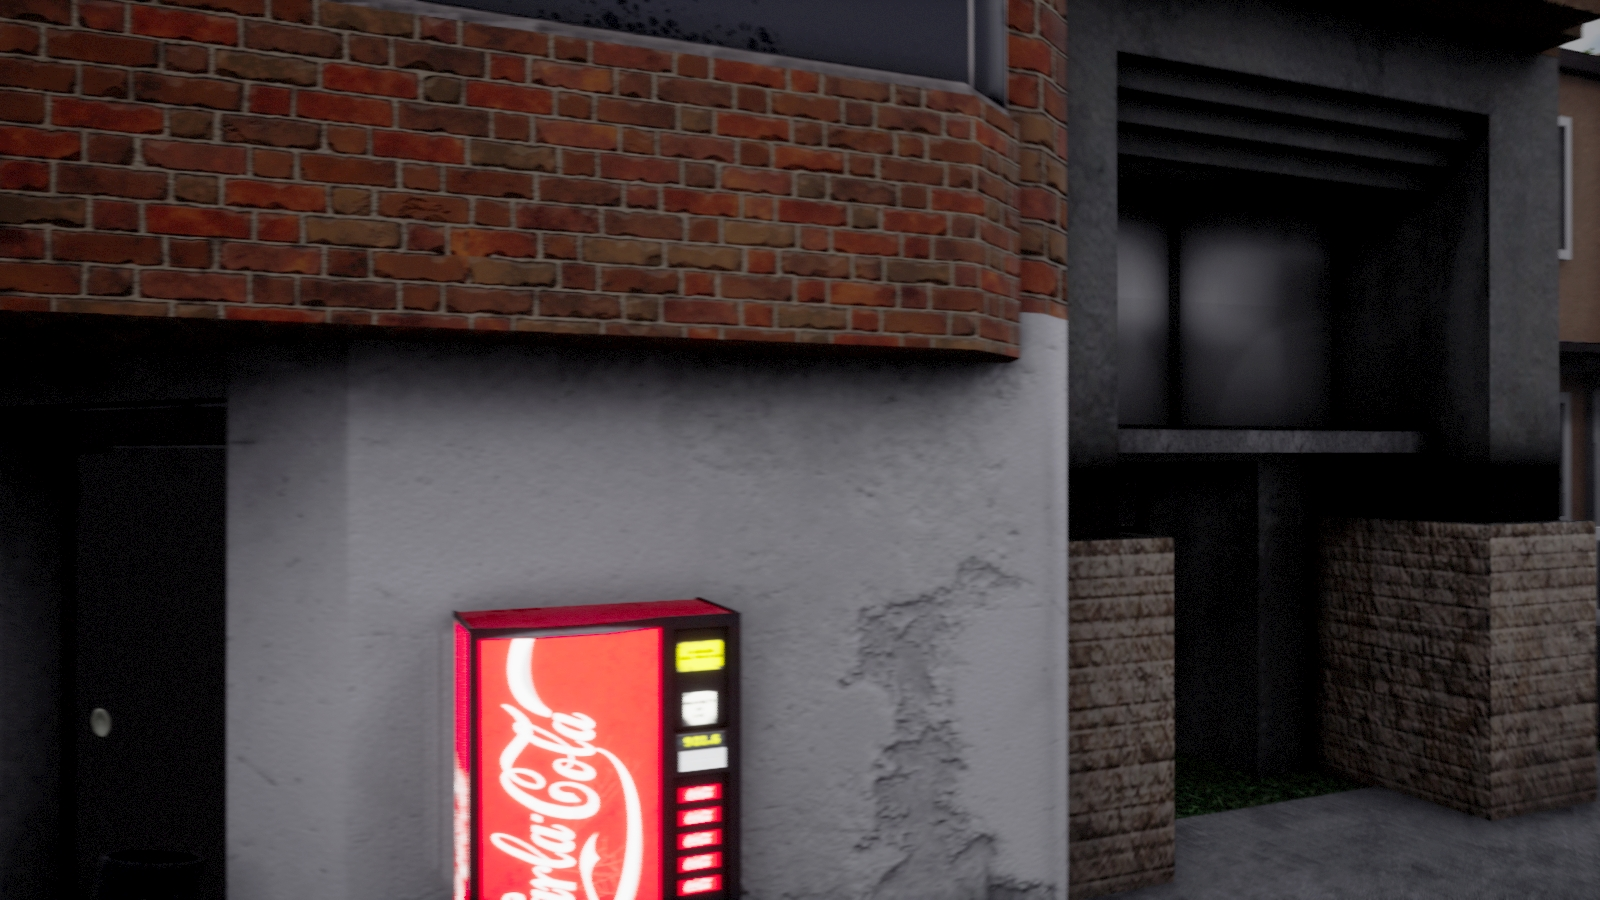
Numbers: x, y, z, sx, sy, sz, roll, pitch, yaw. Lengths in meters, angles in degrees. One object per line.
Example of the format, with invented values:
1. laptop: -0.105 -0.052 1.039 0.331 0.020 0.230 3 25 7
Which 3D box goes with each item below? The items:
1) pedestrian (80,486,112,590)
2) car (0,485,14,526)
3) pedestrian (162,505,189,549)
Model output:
1. pedestrian: -12.771 1.586 20.734 0.375 1.860 0.375 0 0 -11
2. car: -29.155 2.007 39.785 2.033 1.411 5.357 0 0 -25
3. pedestrian: -16.126 1.989 29.493 0.500 1.100 0.500 0 0 -13
